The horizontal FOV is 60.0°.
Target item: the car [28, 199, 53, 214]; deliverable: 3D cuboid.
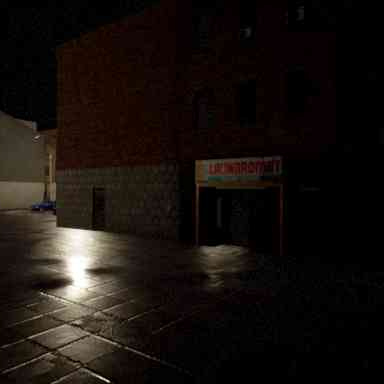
[{"bbox_3d":[-15.594,1.554,36.741,1.812,1.442,4.674,0,0,35],"label":"car"}]
